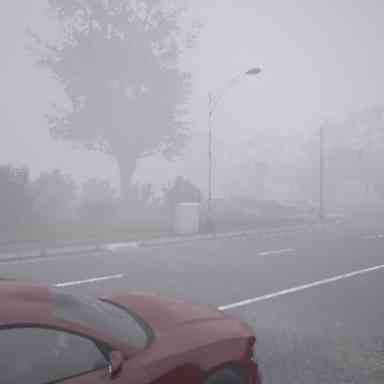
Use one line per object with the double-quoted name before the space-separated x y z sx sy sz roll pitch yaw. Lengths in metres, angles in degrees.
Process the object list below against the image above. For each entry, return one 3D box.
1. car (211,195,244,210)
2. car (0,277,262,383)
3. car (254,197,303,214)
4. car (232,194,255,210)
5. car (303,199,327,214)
"car" 4.180 1.534 43.465 1.837 1.490 4.892 0 0 -32
"car" -1.603 1.478 2.600 5.008 1.535 1.882 0 0 -35
"car" 9.135 1.562 35.648 1.812 1.442 4.674 0 0 -31
"car" 7.394 1.256 44.937 2.150 2.045 5.566 0 0 -33
"car" 12.583 1.566 36.737 1.812 1.442 4.674 0 0 -32
